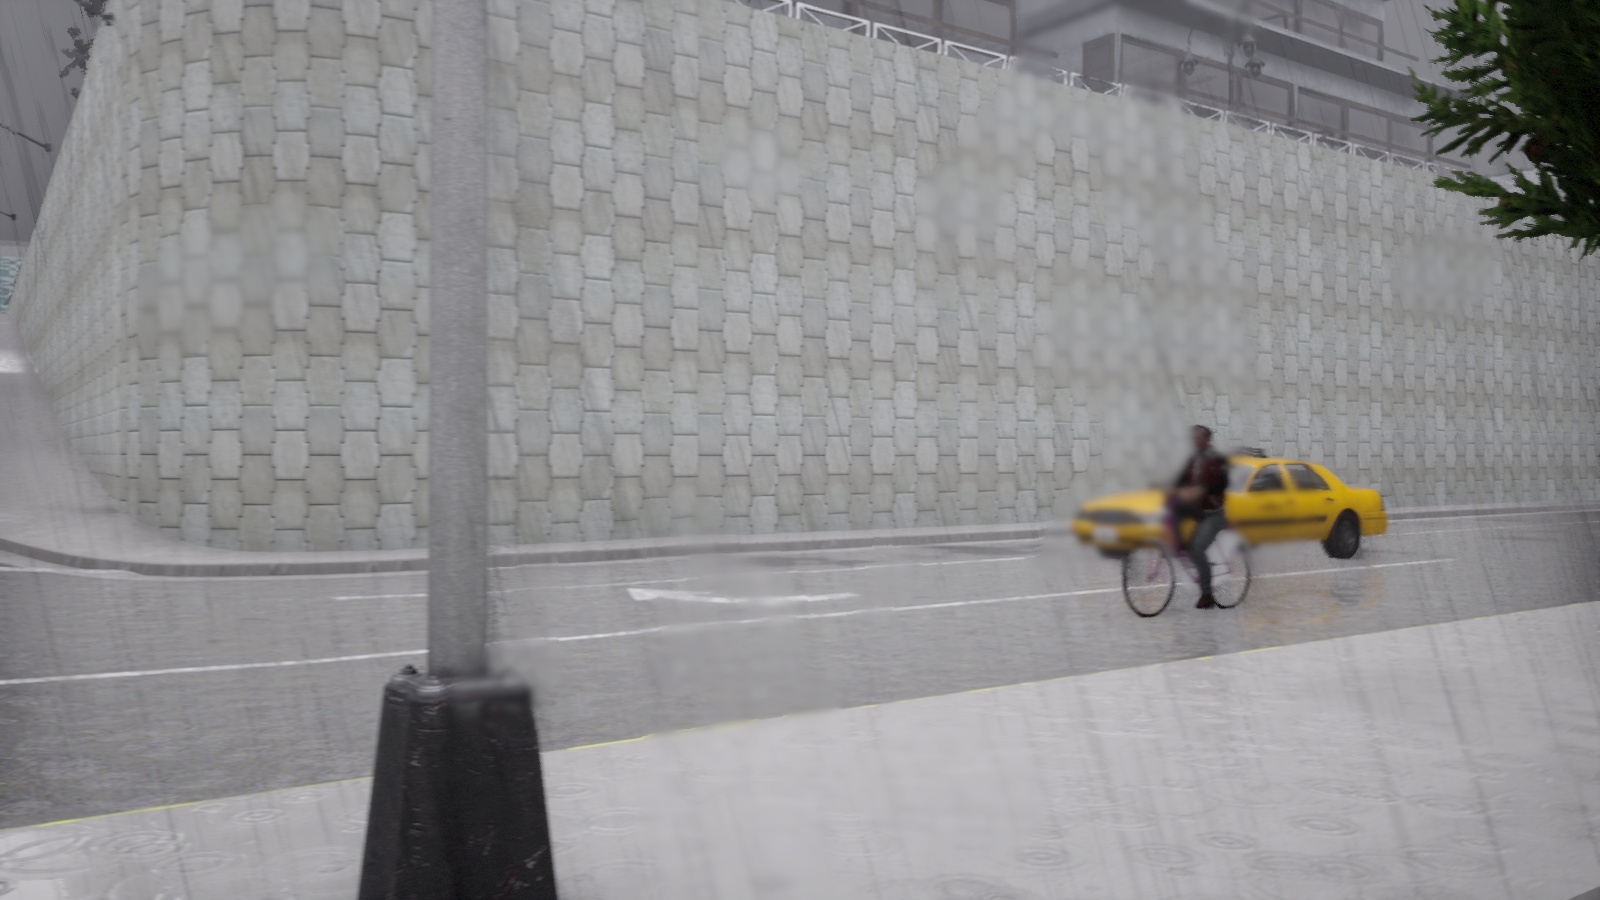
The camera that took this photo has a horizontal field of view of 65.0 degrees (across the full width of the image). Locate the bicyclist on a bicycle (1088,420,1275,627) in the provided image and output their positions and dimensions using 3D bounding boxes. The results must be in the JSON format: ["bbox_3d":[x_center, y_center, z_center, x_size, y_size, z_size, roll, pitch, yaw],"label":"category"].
[{"bbox_3d":[3.546,0.636,11.610,1.843,1.776,0.659,0,0,-35],"label":"bicyclist on a bicycle"}]

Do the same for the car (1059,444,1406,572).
[{"bbox_3d":[6.214,0.714,17.731,5.366,1.575,1.801,0,0,-35],"label":"car"}]
